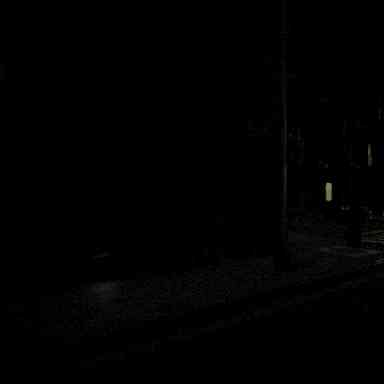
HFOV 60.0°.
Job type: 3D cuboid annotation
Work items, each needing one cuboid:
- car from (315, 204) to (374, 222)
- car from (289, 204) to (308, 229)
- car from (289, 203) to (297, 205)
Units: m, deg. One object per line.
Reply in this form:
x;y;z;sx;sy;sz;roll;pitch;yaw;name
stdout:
11.749;1.594;25.908;2.008;1.369;4.403;-1;0;-35;car
4.788;1.627;20.987;1.802;1.307;4.206;-1;0;-35;car
8.572;1.681;30.432;1.802;1.307;4.206;-1;0;-35;car
